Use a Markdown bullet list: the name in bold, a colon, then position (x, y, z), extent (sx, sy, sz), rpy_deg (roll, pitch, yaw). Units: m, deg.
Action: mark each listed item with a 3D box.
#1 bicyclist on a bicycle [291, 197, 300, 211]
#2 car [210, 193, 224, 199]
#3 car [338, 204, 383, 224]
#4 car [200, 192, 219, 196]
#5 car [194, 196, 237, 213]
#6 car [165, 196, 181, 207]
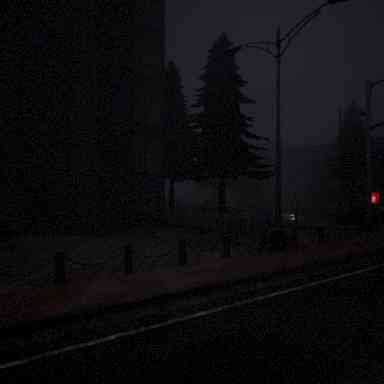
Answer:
- **bicyclist on a bicycle**: position (11.427, 1.316, 36.632), extent (1.656, 1.620, 0.582), rpy_deg (0, 0, -37)
- **car**: position (7.168, 1.092, 94.497), extent (1.905, 1.878, 3.866), rpy_deg (0, 0, -37)
- **car**: position (12.474, 1.541, 22.898), extent (1.812, 1.442, 4.674), rpy_deg (0, 0, -37)
- **car**: position (5.081, 1.112, 92.433), extent (1.932, 1.855, 4.605), rpy_deg (0, 0, -37)
- **car**: position (2.680, 1.493, 35.800), extent (1.882, 1.535, 5.008), rpy_deg (0, 0, -37)
- **car**: position (-3.646, 1.616, 50.434), extent (1.895, 1.301, 4.718), rpy_deg (0, 0, -34)
